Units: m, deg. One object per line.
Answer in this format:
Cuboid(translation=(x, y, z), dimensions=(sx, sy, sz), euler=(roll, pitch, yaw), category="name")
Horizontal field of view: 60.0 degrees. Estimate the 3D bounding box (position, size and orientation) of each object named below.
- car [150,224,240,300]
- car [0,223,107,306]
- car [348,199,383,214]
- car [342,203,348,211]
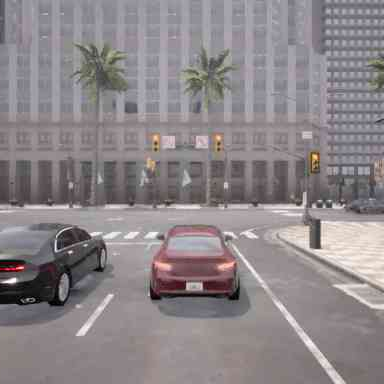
Cuboid(translation=(0.070, 1.526, 8.255), dimensions=(1.812, 1.442, 4.674), euler=(0, 0, 1), category="car")
Cuboid(translation=(-3.439, 1.505, 8.000), dimensions=(1.837, 1.490, 4.892), euler=(0, 0, 0), category="car")
Cuboid(translation=(19.032, 1.564, 34.539), dimensions=(4.181, 1.385, 1.994), euler=(0, 0, 0), category="car")
Cuboid(translation=(19.751, 1.491, 38.039), dimensions=(4.902, 1.511, 2.128), euler=(0, 0, 0), category="car")
